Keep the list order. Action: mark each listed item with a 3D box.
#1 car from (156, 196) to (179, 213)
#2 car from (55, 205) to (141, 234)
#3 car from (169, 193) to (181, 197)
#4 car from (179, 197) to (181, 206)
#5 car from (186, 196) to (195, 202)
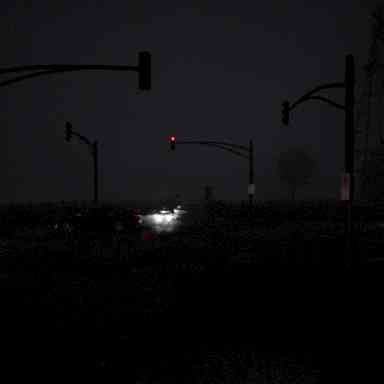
[{"bbox_3d":[-2.967,1.528,37.641,2.128,1.511,4.902,0,0,-1],"label":"car"},{"bbox_3d":[-5.442,1.540,19.414,4.892,1.490,1.837,-1,1,0],"label":"car"},{"bbox_3d":[-3.068,1.282,57.808,2.150,2.045,5.566,0,0,0],"label":"car"},{"bbox_3d":[-3.020,1.648,47.456,1.895,1.301,4.718,0,0,0],"label":"car"},{"bbox_3d":[-0.343,1.683,78.355,1.895,1.301,4.718,0,0,0],"label":"car"}]
